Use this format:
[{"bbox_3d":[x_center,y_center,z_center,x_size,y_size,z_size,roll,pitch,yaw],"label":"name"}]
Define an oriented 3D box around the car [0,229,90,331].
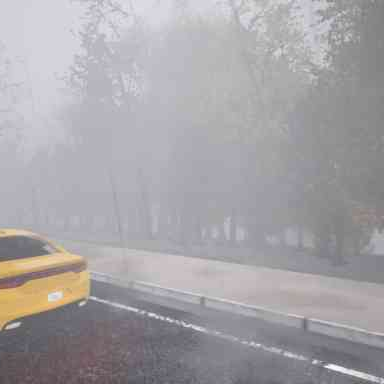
[{"bbox_3d":[-4.153,1.476,6.622,5.008,1.535,1.882,0,0,35],"label":"car"}]
